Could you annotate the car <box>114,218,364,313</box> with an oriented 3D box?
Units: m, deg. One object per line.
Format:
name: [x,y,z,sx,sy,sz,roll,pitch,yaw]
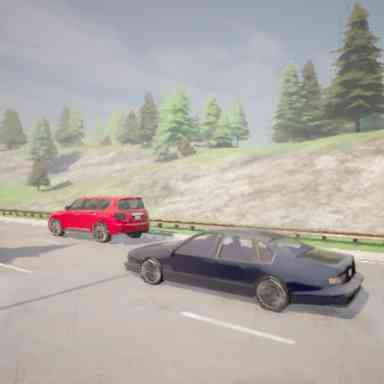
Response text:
car: [0.887,1.535,7.643,5.357,1.411,2.033,0,0,35]

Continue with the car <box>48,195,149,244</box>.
car: [-4.491,1.180,15.778,5.566,2.045,2.150,0,0,36]
